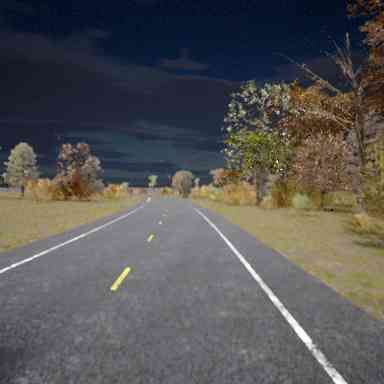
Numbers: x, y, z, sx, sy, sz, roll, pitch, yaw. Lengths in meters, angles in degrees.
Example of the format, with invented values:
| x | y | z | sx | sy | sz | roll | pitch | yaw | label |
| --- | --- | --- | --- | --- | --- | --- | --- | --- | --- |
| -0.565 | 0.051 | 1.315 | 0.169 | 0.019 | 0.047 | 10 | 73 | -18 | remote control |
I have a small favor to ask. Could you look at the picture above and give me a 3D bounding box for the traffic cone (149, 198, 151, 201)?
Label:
| x | y | z | sx | sy | sz | roll | pitch | yaw | label |
| --- | --- | --- | --- | --- | --- | --- | --- | --- | --- |
| -8.883 | 1.710 | 70.192 | 0.340 | 0.580 | 0.340 | 0 | 0 | -6 | traffic cone |
